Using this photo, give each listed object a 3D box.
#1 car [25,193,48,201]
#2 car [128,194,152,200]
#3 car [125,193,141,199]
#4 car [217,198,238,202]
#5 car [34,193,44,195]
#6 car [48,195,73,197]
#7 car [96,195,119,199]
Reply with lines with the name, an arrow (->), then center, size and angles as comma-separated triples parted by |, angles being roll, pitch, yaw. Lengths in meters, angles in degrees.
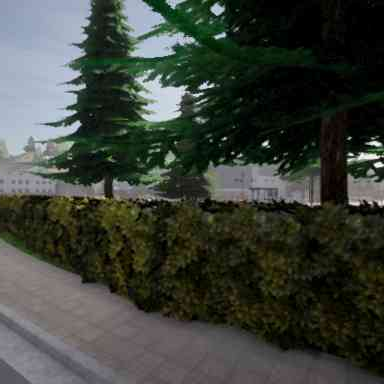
car -> -37.810, 1.292, 80.926 | 4.605, 1.855, 1.932 | 0, 0, -37
car -> -8.788, 1.513, 59.741 | 3.806, 1.475, 1.970 | 0, 0, -37
car -> -12.237, 1.263, 76.732 | 4.605, 1.855, 1.932 | 0, 0, -37
car -> 4.789, 1.601, 48.903 | 4.892, 1.490, 1.837 | 0, 0, -38
car -> -30.824, 1.466, 70.588 | 4.514, 1.523, 2.007 | 0, 0, -37
car -> -24.800, 1.466, 62.615 | 3.633, 1.501, 1.845 | 0, 0, -37
car -> -22.082, 1.352, 88.968 | 5.027, 1.636, 2.152 | 0, 0, -37
